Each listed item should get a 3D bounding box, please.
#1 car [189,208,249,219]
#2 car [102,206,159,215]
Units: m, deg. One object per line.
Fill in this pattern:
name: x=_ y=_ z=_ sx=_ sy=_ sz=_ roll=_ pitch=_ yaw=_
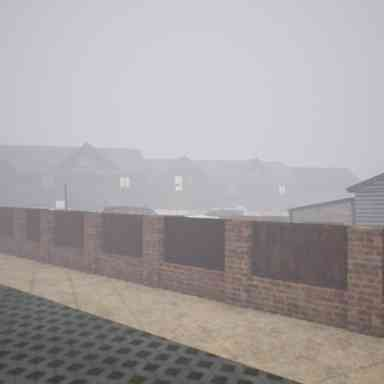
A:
car: x=2.154 y=2.320 z=27.205 sx=5.566 sy=2.045 sz=2.150 roll=2 pitch=-2 yaw=-22
car: x=-3.350 y=1.987 z=21.769 sx=5.566 sy=2.045 sz=2.150 roll=2 pitch=-2 yaw=-23
